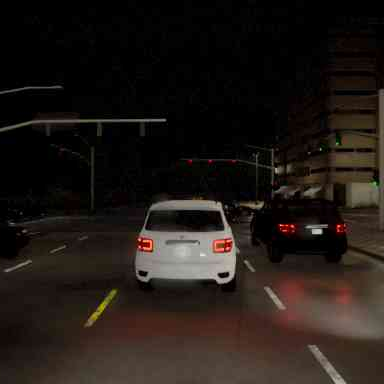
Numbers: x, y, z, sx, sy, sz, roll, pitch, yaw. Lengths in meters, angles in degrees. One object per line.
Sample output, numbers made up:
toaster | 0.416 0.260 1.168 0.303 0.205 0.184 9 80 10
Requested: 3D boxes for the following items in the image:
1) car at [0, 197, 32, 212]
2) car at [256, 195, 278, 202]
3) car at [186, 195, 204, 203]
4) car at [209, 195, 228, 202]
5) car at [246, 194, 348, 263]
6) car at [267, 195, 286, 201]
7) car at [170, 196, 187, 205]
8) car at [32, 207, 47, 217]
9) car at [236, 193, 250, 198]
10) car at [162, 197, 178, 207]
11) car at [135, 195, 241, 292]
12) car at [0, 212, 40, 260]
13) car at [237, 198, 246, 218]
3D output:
car | -15.788 1.275 25.601 5.566 2.045 2.150 0 0 4
car | 18.195 1.540 80.211 5.357 1.411 2.033 0 0 -34
car | 0.656 1.478 70.349 1.882 1.535 5.008 0 0 23
car | 6.374 1.525 78.980 2.128 1.511 4.902 0 0 38
car | 3.576 1.221 12.156 2.150 2.045 5.566 0 0 0
car | 21.833 1.524 86.237 4.674 1.442 1.812 0 0 -22
car | -2.431 1.505 60.822 1.837 1.490 4.892 0 0 13
car | -15.364 1.656 29.266 4.718 1.301 1.895 0 0 0
car | 13.067 1.225 80.719 5.566 2.045 2.150 0 0 -41
car | -3.367 1.505 51.586 1.837 1.490 4.892 0 0 3
car | 0.015 1.221 9.130 2.150 2.045 5.566 0 0 4
car | -6.899 1.547 9.778 2.033 1.411 5.357 0 0 3
car | 3.032 1.520 29.377 4.892 1.490 1.837 0 0 0
